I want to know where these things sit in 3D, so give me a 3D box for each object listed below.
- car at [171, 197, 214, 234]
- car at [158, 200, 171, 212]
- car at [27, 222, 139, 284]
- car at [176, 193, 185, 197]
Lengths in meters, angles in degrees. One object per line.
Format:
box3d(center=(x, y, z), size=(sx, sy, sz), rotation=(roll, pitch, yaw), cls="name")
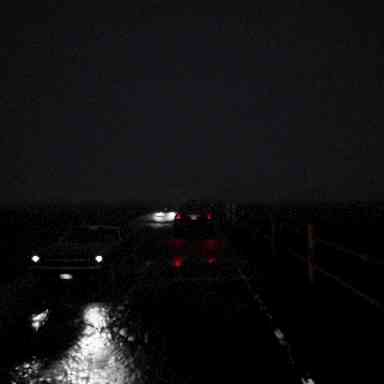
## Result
box3d(center=(0.096, 1.348, 19.112), size=(2.097, 1.767, 4.553), rotation=(0, 0, 0), cls="car")
box3d(center=(-2.854, 1.595, 38.468), size=(1.895, 1.301, 4.718), rotation=(0, 0, 0), cls="car")
box3d(center=(-2.835, 1.598, 9.717), size=(1.895, 1.301, 4.718), rotation=(0, 0, 0), cls="car")
box3d(center=(-2.767, 0.971, 79.087), size=(2.097, 1.767, 4.553), rotation=(0, 0, 0), cls="car")
